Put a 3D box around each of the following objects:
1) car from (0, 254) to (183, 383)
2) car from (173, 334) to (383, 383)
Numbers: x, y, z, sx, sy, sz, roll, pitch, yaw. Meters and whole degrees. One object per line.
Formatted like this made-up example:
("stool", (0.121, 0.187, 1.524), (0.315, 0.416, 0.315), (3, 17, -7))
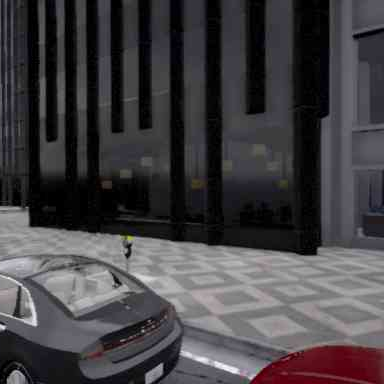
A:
("car", (-2.174, 1.531, 4.451), (4.403, 1.369, 2.008), (0, 1, 34))
("car", (2.309, 1.518, 1.398), (4.507, 1.381, 1.887), (0, 1, 34))
